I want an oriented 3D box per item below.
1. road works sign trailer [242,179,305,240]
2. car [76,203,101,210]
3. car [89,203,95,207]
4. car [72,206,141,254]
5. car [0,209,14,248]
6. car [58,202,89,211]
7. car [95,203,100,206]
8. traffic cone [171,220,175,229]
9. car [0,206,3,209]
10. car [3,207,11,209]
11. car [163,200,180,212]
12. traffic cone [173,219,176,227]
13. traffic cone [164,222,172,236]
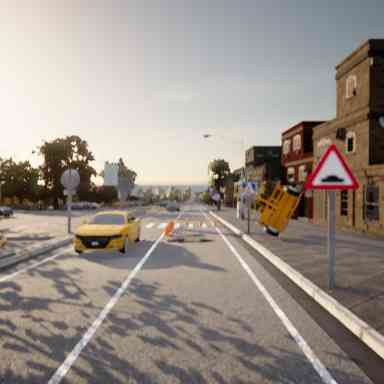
[{"bbox_3d":[4.243,0.505,16.459,2.880,2.380,3.560,33,18,31],"label":"road works sign trailer"},{"bbox_3d":[-21.757,2.947,70.125,4.674,1.452,2.002,0,-2,0],"label":"car"},{"bbox_3d":[-21.782,2.737,63.707,4.892,1.521,2.231,0,-2,0],"label":"car"},{"bbox_3d":[-3.337,1.534,13.946,1.882,1.535,5.008,0,-1,0],"label":"car"},{"bbox_3d":[-9.365,1.504,11.552,5.366,1.575,1.946,0,-1,0],"label":"car"},{"bbox_3d":[-21.799,2.690,60.431,4.674,1.452,2.002,0,-2,0],"label":"car"},{"bbox_3d":[-21.779,2.823,66.979,5.008,1.535,2.097,0,-2,0],"label":"car"},{"bbox_3d":[-1.361,2.106,19.809,0.340,0.580,0.340,0,-1,0],"label":"traffic cone"},{"bbox_3d":[-21.881,1.963,32.935,4.674,1.452,2.002,0,-2,0],"label":"car"},{"bbox_3d":[-21.940,1.879,36.108,4.553,1.767,2.185,0,-1,0],"label":"car"},{"bbox_3d":[-3.187,2.439,56.023,2.097,1.767,4.553,0,-1,0],"label":"car"},{"bbox_3d":[-1.358,2.148,21.809,0.340,0.580,0.340,0,-1,0],"label":"traffic cone"},{"bbox_3d":[-1.364,2.070,17.808,0.340,0.580,0.340,0,-1,0],"label":"traffic cone"}]
